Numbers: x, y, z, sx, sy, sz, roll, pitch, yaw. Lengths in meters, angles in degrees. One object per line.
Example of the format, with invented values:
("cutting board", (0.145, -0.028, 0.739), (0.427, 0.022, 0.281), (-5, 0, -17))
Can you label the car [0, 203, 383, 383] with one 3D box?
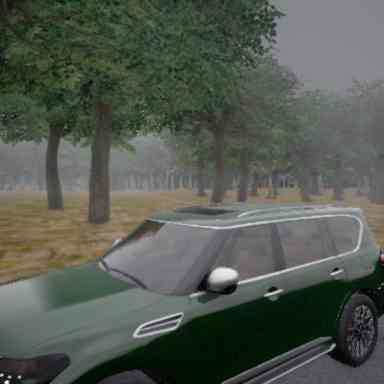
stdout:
("car", (0.297, 1.204, 4.202), (5.566, 2.045, 2.150), (-1, 0, -35))
